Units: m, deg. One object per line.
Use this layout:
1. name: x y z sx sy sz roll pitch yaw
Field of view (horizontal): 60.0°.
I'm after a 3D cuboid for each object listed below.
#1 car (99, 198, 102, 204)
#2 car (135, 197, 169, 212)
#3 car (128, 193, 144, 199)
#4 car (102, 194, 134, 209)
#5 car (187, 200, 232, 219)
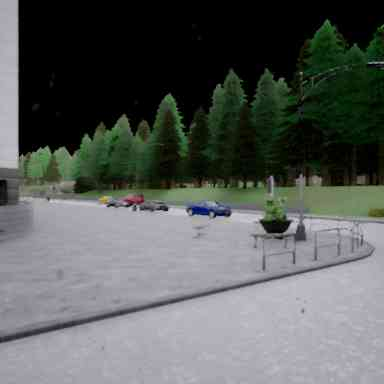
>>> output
1. car: -15.324 1.472 60.322 1.882 1.535 5.008 0 0 -35
2. car: -4.313 1.559 37.801 1.994 1.385 4.181 0 0 -35
3. car: -9.328 1.215 51.980 2.150 2.045 5.566 0 0 -35
4. car: -10.306 1.487 46.252 2.128 1.511 4.902 0 0 -35
5. car: 1.472 1.472 29.671 1.882 1.535 5.008 0 0 -35
